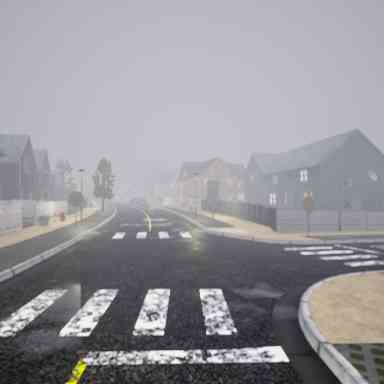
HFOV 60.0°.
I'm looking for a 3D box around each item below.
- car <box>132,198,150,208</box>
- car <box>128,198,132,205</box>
[{"bbox_3d":[-8.222,1.822,55.117,2.033,1.411,5.357,0,0,-17],"label":"car"},{"bbox_3d":[-11.329,1.822,65.128,1.882,1.535,5.008,0,-1,-17],"label":"car"}]
